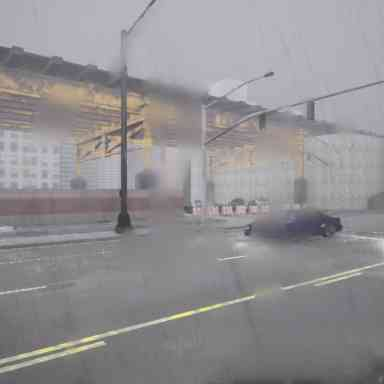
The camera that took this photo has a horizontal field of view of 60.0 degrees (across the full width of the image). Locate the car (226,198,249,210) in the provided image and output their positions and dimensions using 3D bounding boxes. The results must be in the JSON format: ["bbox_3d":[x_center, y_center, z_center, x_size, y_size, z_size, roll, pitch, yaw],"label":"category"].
[{"bbox_3d":[5.289,1.295,37.945,1.853,1.218,4.536,0,0,18],"label":"car"}]

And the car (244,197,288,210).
[{"bbox_3d":[9.189,1.453,41.649,4.974,1.542,2.038,0,0,-7],"label":"car"}]

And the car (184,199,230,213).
[{"bbox_3d":[1.472,1.295,35.224,4.536,1.218,1.853,0,0,8],"label":"car"}]

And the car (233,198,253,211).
[{"bbox_3d":[5.273,1.453,37.895,2.038,1.542,4.974,0,0,18],"label":"car"}]

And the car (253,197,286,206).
[{"bbox_3d":[9.138,1.295,41.642,4.536,1.218,1.853,0,0,-7],"label":"car"}]

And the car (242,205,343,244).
[{"bbox_3d":[5.031,1.547,15.988,5.357,1.411,2.033,0,0,-33],"label":"car"}]

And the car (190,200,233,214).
[{"bbox_3d":[1.524,1.453,35.216,4.974,1.542,2.038,0,0,8],"label":"car"}]
